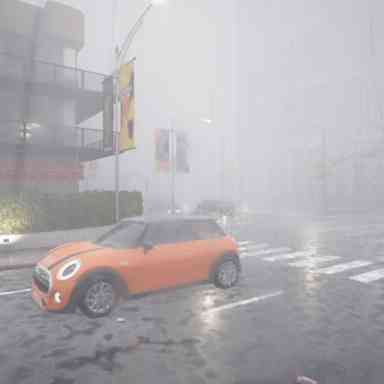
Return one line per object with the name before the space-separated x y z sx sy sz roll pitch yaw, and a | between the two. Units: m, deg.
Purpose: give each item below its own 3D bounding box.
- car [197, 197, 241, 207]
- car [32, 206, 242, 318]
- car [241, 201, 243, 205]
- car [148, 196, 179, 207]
car | 2.388 1.505 33.814 1.837 1.490 4.892 0 0 -35
car | -1.073 1.352 7.529 4.553 1.767 2.097 0 0 -36
car | 5.545 1.526 49.586 1.812 1.442 4.674 0 0 -35
car | -3.391 1.564 42.080 1.994 1.385 4.181 0 0 -35
